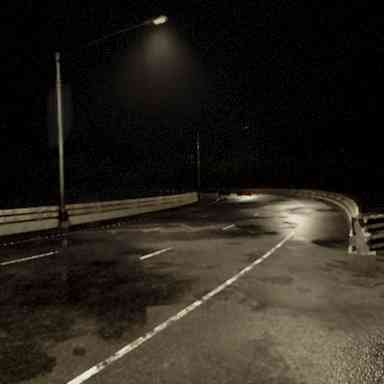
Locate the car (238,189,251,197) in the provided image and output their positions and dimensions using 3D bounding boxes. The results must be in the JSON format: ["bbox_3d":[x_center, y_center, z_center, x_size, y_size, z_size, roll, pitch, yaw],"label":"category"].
[{"bbox_3d":[9.920,0.176,63.225,1.994,1.385,4.181,-1,1,-2],"label":"car"}]

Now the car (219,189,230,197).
[{"bbox_3d":[6.388,0.137,66.058,2.128,1.511,4.902,-1,1,-2],"label":"car"}]
